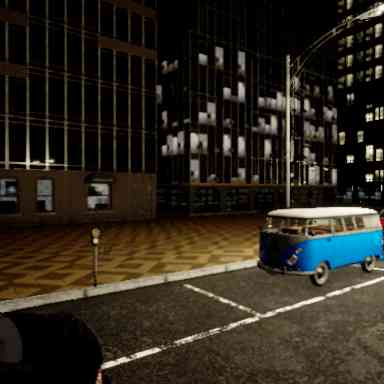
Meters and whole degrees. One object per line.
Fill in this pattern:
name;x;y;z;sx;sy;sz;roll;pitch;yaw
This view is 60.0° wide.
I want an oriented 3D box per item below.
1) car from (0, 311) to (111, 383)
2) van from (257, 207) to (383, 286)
car;-2.768;1.492;1.405;4.902;1.511;2.128;0;0;-35
van;3.571;1.339;9.107;3.998;1.788;1.690;0;0;-35
